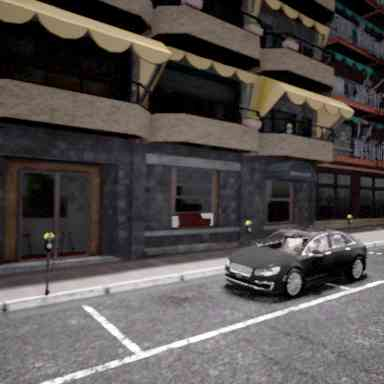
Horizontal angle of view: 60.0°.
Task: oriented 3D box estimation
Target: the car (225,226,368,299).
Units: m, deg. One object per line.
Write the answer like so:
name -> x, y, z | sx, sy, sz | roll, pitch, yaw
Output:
car -> 2.816, 1.607, 8.551 | 4.403, 1.369, 2.008 | 1, 1, -35
